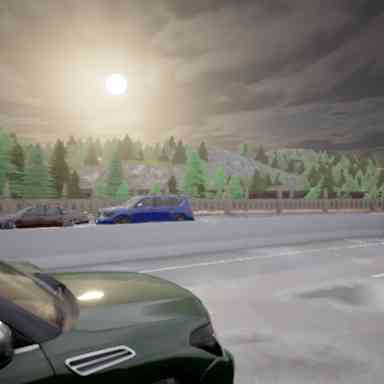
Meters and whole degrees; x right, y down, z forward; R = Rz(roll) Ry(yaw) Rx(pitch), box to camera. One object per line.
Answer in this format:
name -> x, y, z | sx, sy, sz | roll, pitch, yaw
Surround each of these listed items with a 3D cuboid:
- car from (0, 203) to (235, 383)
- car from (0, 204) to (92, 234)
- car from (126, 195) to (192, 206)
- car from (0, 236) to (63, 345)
car -> -2.275, 1.204, 2.050 | 5.566, 2.045, 2.150 | 0, 0, -36
car -> -8.688, 1.462, 19.054 | 5.357, 1.411, 2.033 | 0, 0, -33
car -> -2.540, 1.172, 18.700 | 5.566, 2.045, 2.150 | 0, 0, -30
car -> -4.537, 1.566, 4.726 | 4.718, 1.301, 1.895 | 0, 0, -36
